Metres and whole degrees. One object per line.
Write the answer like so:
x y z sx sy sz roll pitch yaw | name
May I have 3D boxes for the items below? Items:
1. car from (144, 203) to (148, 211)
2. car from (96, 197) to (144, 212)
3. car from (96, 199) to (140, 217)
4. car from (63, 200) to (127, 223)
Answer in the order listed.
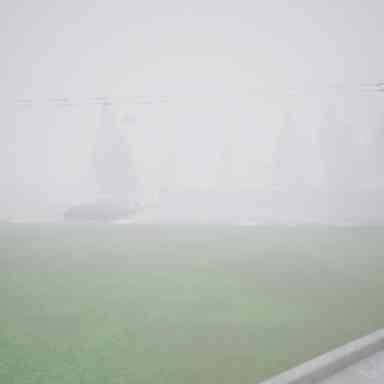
-6.988 1.299 35.514 4.553 1.767 2.097 0 0 7 | car
-7.407 1.305 32.039 4.553 1.767 2.097 0 0 7 | car
-6.976 1.522 28.462 4.181 1.385 1.994 0 0 7 | car
-7.417 1.528 24.990 4.181 1.385 1.994 0 0 7 | car
